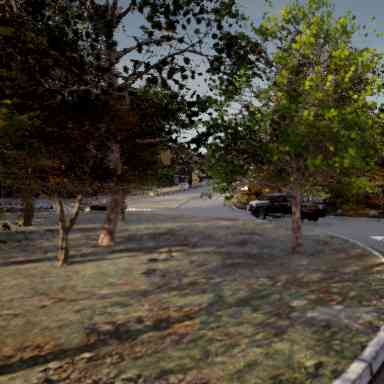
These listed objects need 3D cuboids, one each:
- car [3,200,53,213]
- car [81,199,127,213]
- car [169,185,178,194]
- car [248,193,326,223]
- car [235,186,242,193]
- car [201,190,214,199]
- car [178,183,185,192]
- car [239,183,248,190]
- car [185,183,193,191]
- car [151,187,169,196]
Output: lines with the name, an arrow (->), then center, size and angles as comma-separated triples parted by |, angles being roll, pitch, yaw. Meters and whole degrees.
car -> -18.414, 1.559, 37.141 | 5.357, 1.411, 2.033 | 0, 0, -18
car -> -9.350, 1.476, 35.419 | 4.902, 1.511, 2.128 | 0, 0, 6
car -> -5.564, -0.320, 74.894 | 1.946, 1.575, 5.366 | 0, 4, 16
car -> 7.172, 1.161, 24.875 | 2.150, 2.045, 5.566 | -1, 0, -38
car -> 9.978, -0.542, 74.839 | 1.812, 1.442, 4.674 | 0, 4, 17
car -> 2.837, 0.412, 60.940 | 1.837, 1.490, 4.892 | 0, 3, 13
car -> -4.005, -0.664, 80.183 | 1.946, 1.575, 5.366 | 0, 4, 16
car -> 13.444, -1.446, 86.411 | 1.837, 1.490, 4.892 | 0, 4, 17
car -> -2.367, -1.273, 85.729 | 2.435, 2.045, 5.566 | 0, 4, 16
car -> -7.132, 0.026, 69.610 | 1.946, 1.575, 5.366 | 0, 4, 17
